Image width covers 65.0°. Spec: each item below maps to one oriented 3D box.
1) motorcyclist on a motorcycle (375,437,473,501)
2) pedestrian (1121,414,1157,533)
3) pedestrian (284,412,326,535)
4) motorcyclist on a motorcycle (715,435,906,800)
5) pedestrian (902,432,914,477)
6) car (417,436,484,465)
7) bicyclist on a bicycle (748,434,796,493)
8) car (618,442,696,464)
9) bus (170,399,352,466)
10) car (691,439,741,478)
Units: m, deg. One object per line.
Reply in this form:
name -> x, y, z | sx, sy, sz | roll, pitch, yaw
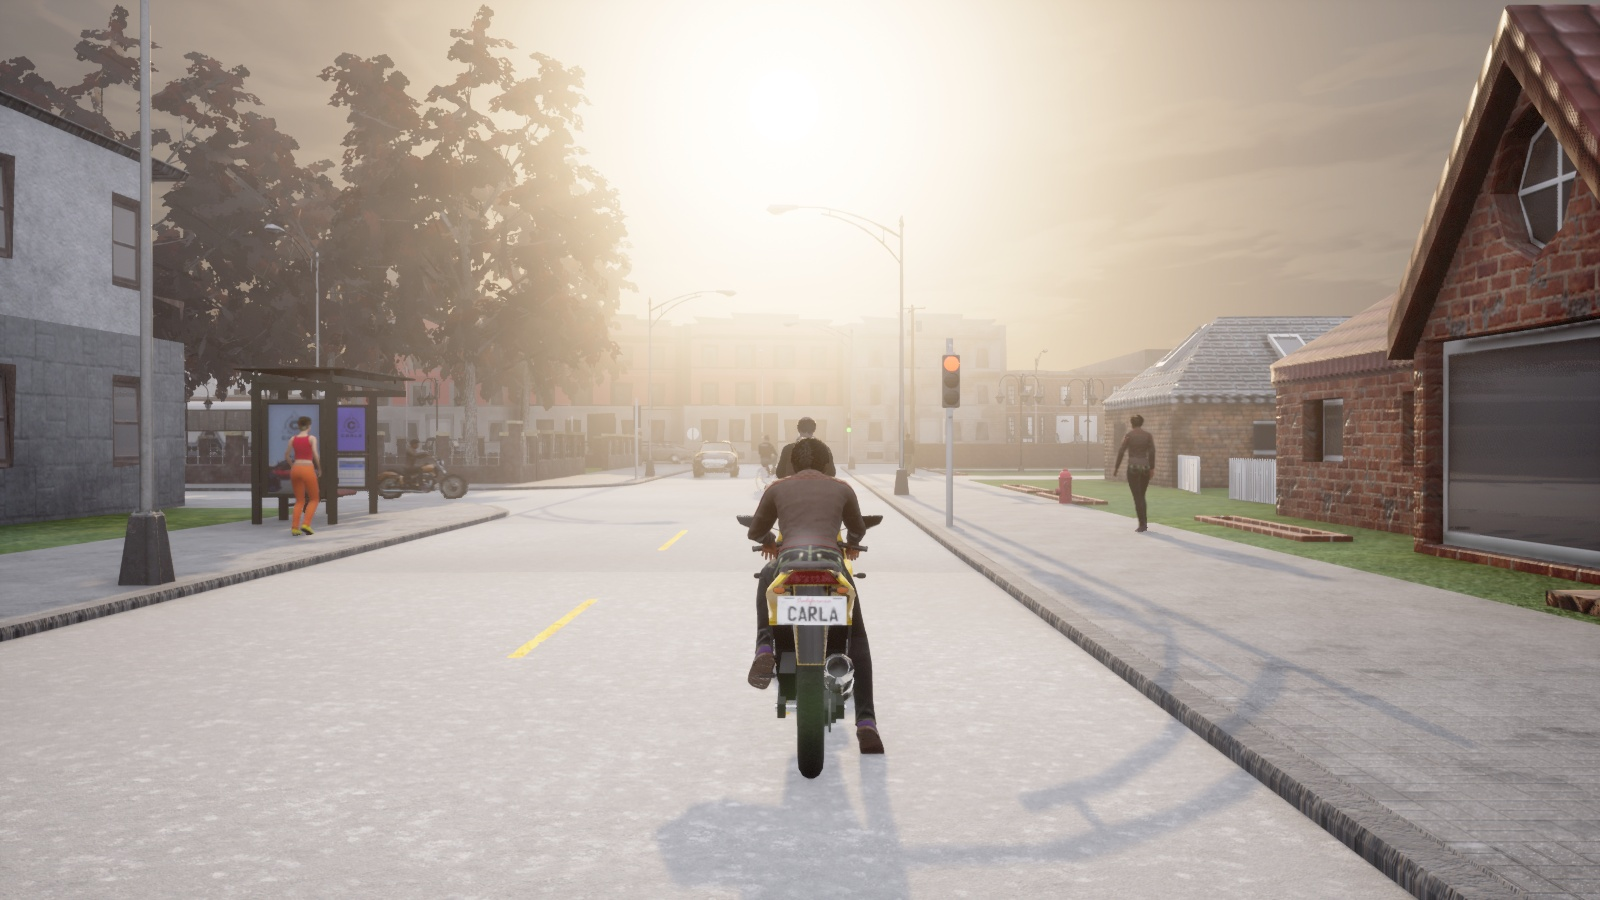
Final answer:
motorcyclist on a motorcycle -> -9.913, 0.502, 33.176 | 2.350, 1.649, 0.766 | 0, 0, -3
pedestrian -> 5.242, 0.350, 19.466 | 0.328, 1.805, 0.869 | 0, 0, 1
pedestrian -> -7.498, 0.343, 19.035 | 0.345, 1.836, 0.594 | 0, 0, 8
motorcyclist on a motorcycle -> 0.049, 0.693, 6.256 | 0.797, 1.523, 2.044 | 0, 0, 0
pedestrian -> 4.436, 0.169, 51.578 | 0.431, 1.840, 0.703 | 0, 0, 9
car -> -22.915, 0.058, 82.453 | 3.866, 1.878, 1.905 | 0, 0, 1
bicyclist on a bicycle -> -0.861, 0.396, 39.077 | 0.659, 1.776, 1.843 | -2, 0, 26
car -> -9.806, 0.207, 86.317 | 4.902, 1.511, 2.128 | 0, 0, 8
bus -> -35.270, -1.124, 82.490 | 10.273, 4.253, 3.944 | 0, 0, 1
car -> -3.748, 0.354, 56.532 | 2.033, 1.649, 4.856 | 0, 0, -1
